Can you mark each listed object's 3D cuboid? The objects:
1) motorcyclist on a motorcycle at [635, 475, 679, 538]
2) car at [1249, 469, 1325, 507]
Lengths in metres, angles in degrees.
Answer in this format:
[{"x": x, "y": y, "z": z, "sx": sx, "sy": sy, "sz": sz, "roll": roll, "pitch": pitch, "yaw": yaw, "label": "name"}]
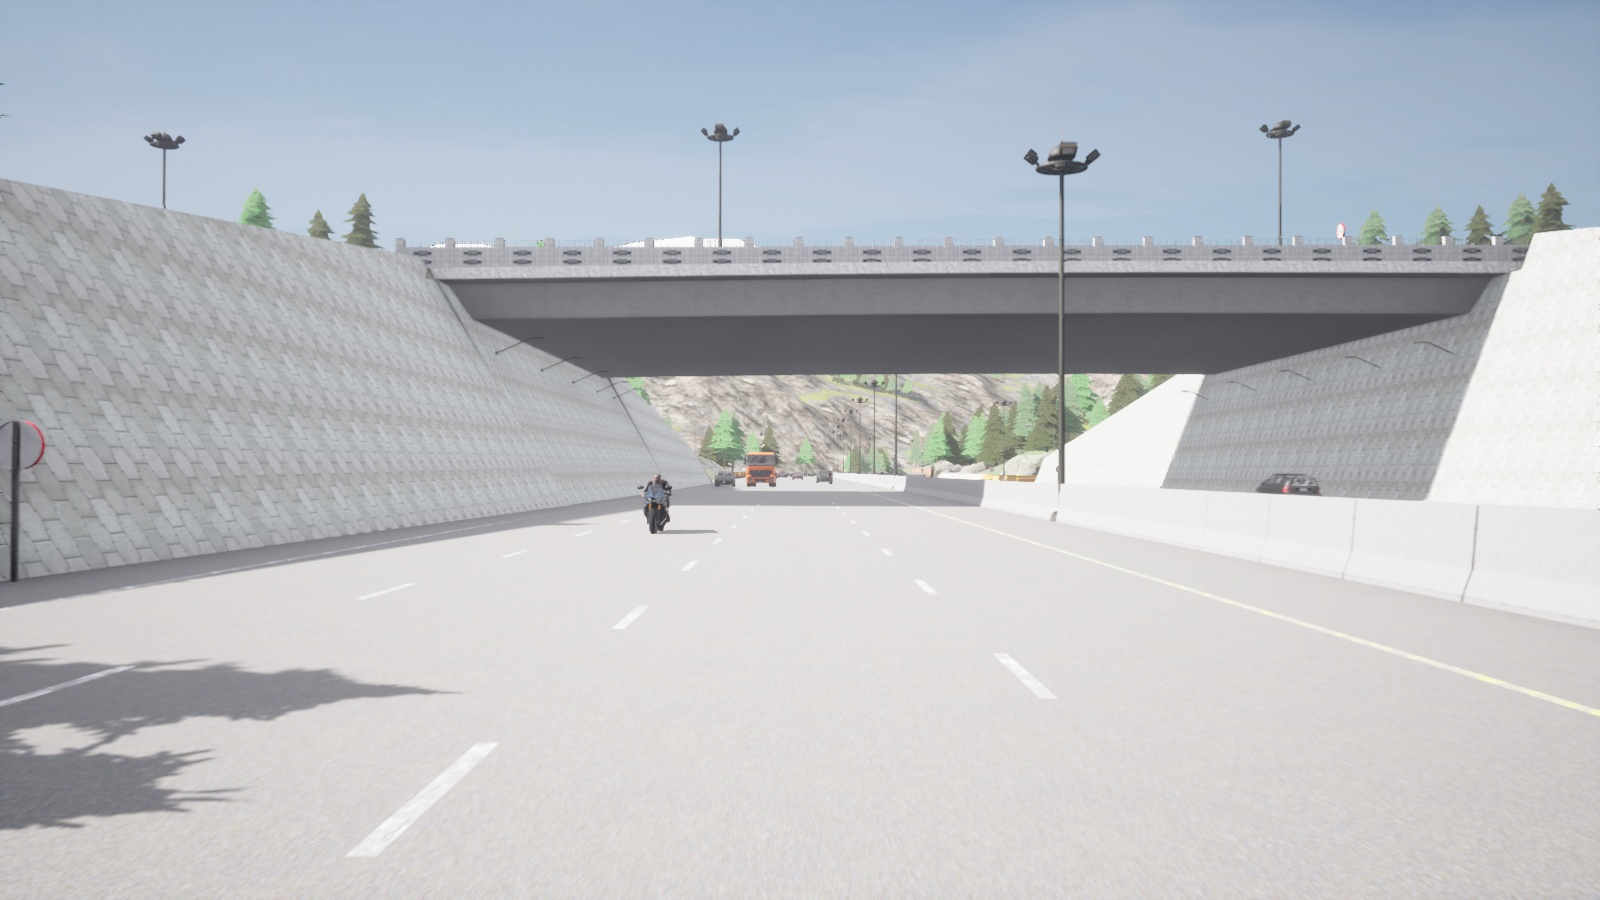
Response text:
[{"x": -3.576, "y": 1.393, "z": 31.579, "sx": 0.866, "sy": 1.530, "sz": 2.191, "roll": 0, "pitch": -1, "yaw": 0, "label": "motorcyclist on a motorcycle"}, {"x": 20.869, "y": 1.613, "z": 53.950, "sx": 1.789, "sy": 1.549, "sz": 3.705, "roll": 0, "pitch": -1, "yaw": 0, "label": "car"}]
